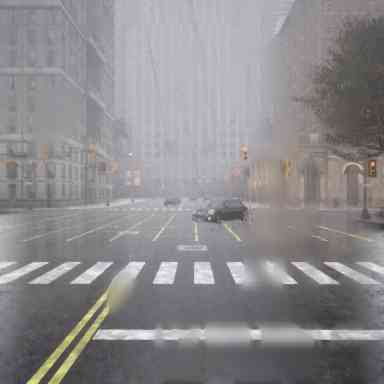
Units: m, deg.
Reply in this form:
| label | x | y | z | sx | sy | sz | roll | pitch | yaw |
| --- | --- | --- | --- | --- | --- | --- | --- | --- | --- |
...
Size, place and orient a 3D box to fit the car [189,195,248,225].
| label | x | y | z | sx | sy | sz | roll | pitch | yaw |
| --- | --- | --- | --- | --- | --- | --- | --- | --- | --- |
| car | 2.107 | 1.352 | 24.430 | 4.553 | 1.767 | 2.097 | 0 | 0 | -43 |

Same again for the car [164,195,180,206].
| label | x | y | z | sx | sy | sz | roll | pitch | yaw |
| --- | --- | --- | --- | --- | --- | --- | --- | --- | --- |
| car | -3.546 | 1.601 | 54.813 | 1.895 | 1.301 | 4.718 | 0 | 0 | 1 |

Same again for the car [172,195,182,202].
| label | x | y | z | sx | sy | sz | roll | pitch | yaw |
| --- | --- | --- | --- | --- | --- | --- | --- | --- | --- |
| car | -3.347 | 1.500 | 74.991 | 1.837 | 1.490 | 4.892 | 0 | 0 | 1 |

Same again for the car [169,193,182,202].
| label | x | y | z | sx | sy | sz | roll | pitch | yaw |
| --- | --- | --- | --- | --- | --- | --- | --- | --- | --- |
| car | -3.497 | 1.221 | 64.531 | 2.150 | 2.045 | 5.566 | 0 | 0 | 1 |

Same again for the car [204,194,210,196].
| label | x | y | z | sx | sy | sz | roll | pitch | yaw |
| --- | --- | --- | --- | --- | --- | --- | --- | --- | --- |
| car | 3.691 | 1.280 | 78.572 | 2.097 | 1.767 | 4.553 | 0 | 0 | 1 |
